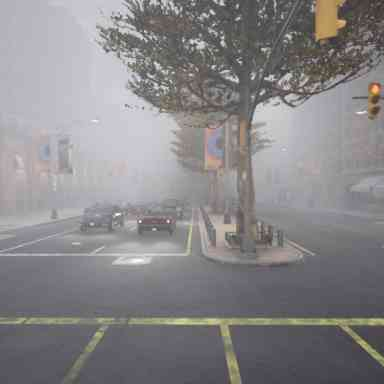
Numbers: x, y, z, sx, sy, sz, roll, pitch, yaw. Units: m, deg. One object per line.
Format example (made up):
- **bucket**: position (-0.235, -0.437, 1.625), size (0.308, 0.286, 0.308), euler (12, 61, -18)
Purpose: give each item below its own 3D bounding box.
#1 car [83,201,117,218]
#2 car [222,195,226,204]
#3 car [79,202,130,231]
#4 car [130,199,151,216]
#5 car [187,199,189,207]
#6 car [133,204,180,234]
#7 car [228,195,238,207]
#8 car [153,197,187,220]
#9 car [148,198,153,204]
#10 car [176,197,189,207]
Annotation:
- **car**: position (-8.434, 1.594, 30.925), size (1.895, 1.301, 4.718), euler (0, 0, 0)
- **car**: position (6.644, 1.350, 59.928), size (2.097, 1.767, 4.553), euler (0, 0, 1)
- **car**: position (-5.401, 1.505, 20.533), size (1.837, 1.490, 4.892), euler (0, 0, 1)
- **car**: position (-5.289, 1.600, 30.417), size (1.895, 1.301, 4.718), euler (0, 0, 1)
- **car**: position (-1.692, 1.547, 38.578), size (2.033, 1.411, 5.357), euler (0, 0, 1)
- **car**: position (-1.915, 1.600, 19.242), size (1.895, 1.301, 4.718), euler (0, 0, 1)
- **car**: position (6.527, 1.503, 49.538), size (1.837, 1.490, 4.892), euler (0, 0, 1)
- **car**: position (-1.811, 1.351, 28.296), size (2.097, 1.767, 4.553), euler (0, 0, 1)
- **car**: position (-5.150, 1.525, 41.266), size (1.812, 1.442, 4.674), euler (0, 0, 1)
- **car**: position (-1.454, 1.524, 52.557), size (1.812, 1.442, 4.674), euler (0, 0, 1)
